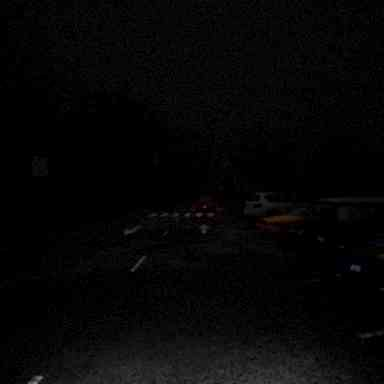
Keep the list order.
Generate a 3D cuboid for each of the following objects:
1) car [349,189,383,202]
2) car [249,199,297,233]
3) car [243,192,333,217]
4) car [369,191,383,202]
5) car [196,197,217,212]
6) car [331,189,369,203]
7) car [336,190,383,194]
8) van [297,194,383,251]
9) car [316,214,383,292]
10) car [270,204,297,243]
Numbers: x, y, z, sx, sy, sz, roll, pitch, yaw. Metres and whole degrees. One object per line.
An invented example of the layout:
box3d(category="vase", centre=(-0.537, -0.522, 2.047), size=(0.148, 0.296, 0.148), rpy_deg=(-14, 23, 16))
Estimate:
box3d(category="car", centre=(29.019, 0.632, 54.823), size=(2.435, 2.045, 5.566), rpy_deg=(0, -1, -20))
box3d(category="car", centre=(5.782, 1.322, 16.376), size=(5.366, 1.575, 1.946), rpy_deg=(0, 1, -18))
box3d(category="car", centre=(6.188, 1.036, 22.457), size=(5.566, 2.045, 2.435), rpy_deg=(0, 0, -18))
box3d(category="car", centre=(32.019, 0.730, 54.844), size=(2.185, 1.767, 4.553), rpy_deg=(0, -1, -19))
box3d(category="car", centre=(1.554, 1.250, 35.449), size=(1.882, 1.535, 5.008), rpy_deg=(-1, 0, 7))
box3d(category="car", centre=(25.960, 0.662, 54.897), size=(2.435, 2.045, 5.566), rpy_deg=(-1, 0, -19))
box3d(category="car", centre=(19.723, 0.817, 37.969), size=(2.435, 2.045, 5.566), rpy_deg=(-1, 1, -19))
box3d(category="van", centre=(5.855, 1.138, 10.469), size=(4.442, 1.987, 1.878), rpy_deg=(0, 0, -18))
box3d(category="car", centre=(5.626, 1.383, 7.432), size=(5.008, 1.535, 2.097), rpy_deg=(0, 0, -18))
box3d(category="car", centre=(5.858, 1.385, 13.430), size=(4.674, 1.452, 2.002), rpy_deg=(0, 1, -18))
